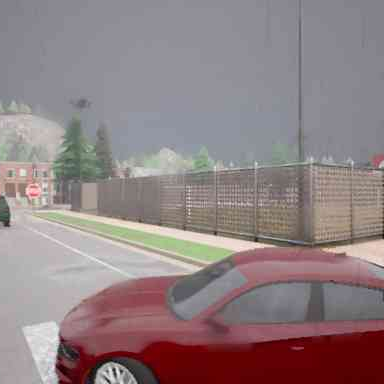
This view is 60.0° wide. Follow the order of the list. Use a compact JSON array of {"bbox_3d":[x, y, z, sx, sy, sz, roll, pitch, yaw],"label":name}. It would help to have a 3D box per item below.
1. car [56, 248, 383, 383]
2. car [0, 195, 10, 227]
[{"bbox_3d":[0.963,1.497,4.039,5.008,1.535,1.882,0,3,1],"label":"car"},{"bbox_3d":[-13.583,1.247,22.114,2.150,2.045,5.566,0,0,-36],"label":"car"}]
